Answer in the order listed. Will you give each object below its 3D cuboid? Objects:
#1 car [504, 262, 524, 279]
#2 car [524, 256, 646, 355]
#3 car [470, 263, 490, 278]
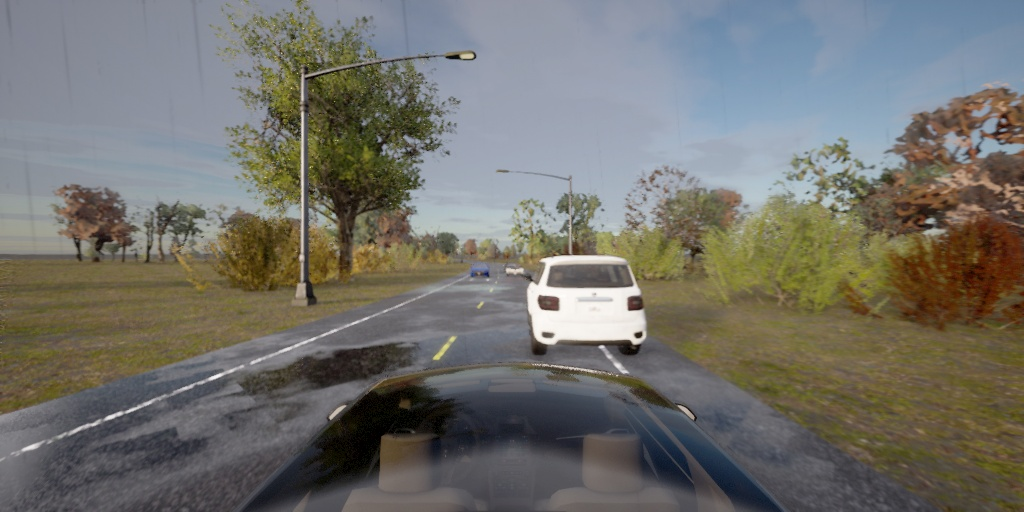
[{"bbox_3d":[0.278,1.631,41.030,1.895,1.301,4.718,0,0,-1],"label":"car"},{"bbox_3d":[1.504,1.026,8.957,2.150,2.045,5.566,0,0,1],"label":"car"},{"bbox_3d":[-3.340,1.510,38.202,1.882,1.535,5.008,0,0,-1],"label":"car"}]
